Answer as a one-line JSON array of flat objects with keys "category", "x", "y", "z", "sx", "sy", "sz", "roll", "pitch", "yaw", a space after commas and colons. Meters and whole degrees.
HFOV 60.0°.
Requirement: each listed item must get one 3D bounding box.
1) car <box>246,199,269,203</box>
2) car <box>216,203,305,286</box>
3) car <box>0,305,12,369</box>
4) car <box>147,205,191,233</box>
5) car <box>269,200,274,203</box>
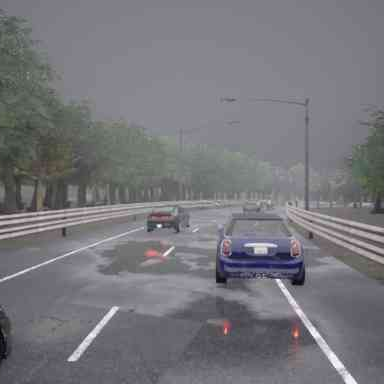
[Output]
[{"category": "car", "x": 7.163, "y": 1.707, "z": 38.442, "sx": 2.128, "sy": 1.511, "sz": 4.902, "roll": 0, "pitch": -1, "yaw": 20}, {"category": "car", "x": 1.783, "y": 1.364, "z": 9.710, "sx": 2.097, "sy": 1.767, "sz": 4.553, "roll": 0, "pitch": 0, "yaw": 6}, {"category": "car", "x": -3.220, "y": 1.503, "z": 2.218, "sx": 1.837, "sy": 1.490, "sz": 4.892, "roll": 0, "pitch": 0, "yaw": 2}, {"category": "car", "x": -1.298, "y": 1.550, "z": 20.098, "sx": 1.837, "sy": 1.490, "sz": 4.892, "roll": 0, "pitch": 0, "yaw": 10}, {"category": "car", "x": 10.653, "y": 1.849, "z": 48.125, "sx": 1.837, "sy": 1.490, "sz": 4.892, "roll": 0, "pitch": -1, "yaw": 25}]
